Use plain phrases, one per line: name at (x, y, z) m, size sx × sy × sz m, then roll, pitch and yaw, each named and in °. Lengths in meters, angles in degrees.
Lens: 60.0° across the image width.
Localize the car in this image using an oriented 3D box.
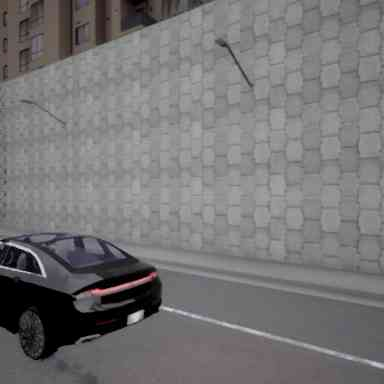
car at (-2.743, 1.489, 5.954) m, size 4.902 × 1.511 × 2.128 m, roll 0°, pitch 0°, yaw 35°
